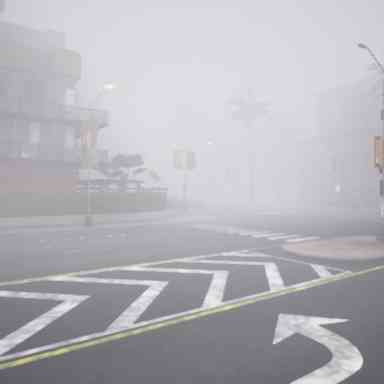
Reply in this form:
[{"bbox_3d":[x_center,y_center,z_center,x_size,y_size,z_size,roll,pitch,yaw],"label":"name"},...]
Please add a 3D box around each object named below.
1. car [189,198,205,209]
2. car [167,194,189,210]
[{"bbox_3d":[-0.085,1.623,48.039,1.837,1.490,4.892,0,0,-35],"label":"car"},{"bbox_3d":[-3.168,1.325,46.336,2.150,2.045,5.566,0,0,-35],"label":"car"}]
